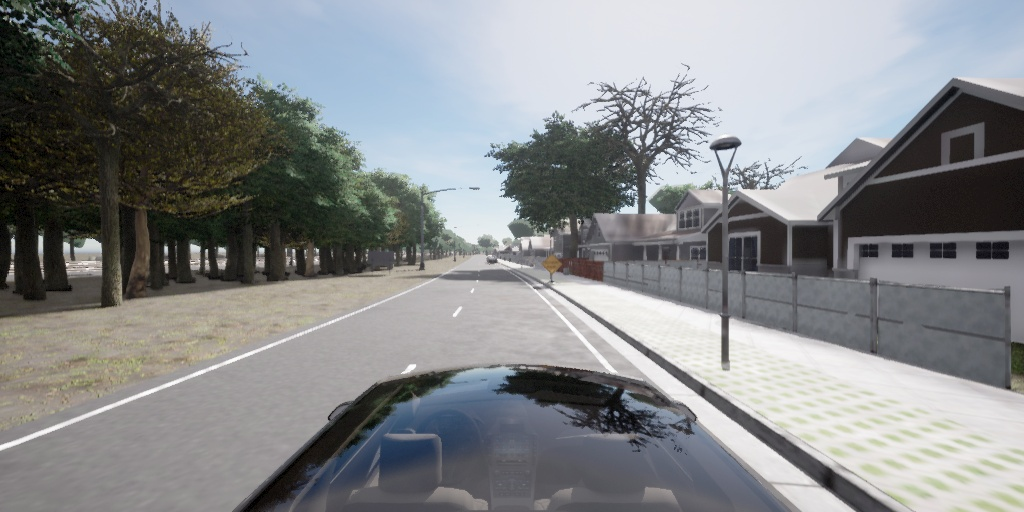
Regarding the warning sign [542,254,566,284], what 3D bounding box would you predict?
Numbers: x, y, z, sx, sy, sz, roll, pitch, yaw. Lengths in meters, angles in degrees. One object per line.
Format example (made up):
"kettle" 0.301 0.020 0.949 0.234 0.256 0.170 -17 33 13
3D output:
"warning sign" 2.479 0.794 22.415 1.300 1.860 1.060 0 0 -3
